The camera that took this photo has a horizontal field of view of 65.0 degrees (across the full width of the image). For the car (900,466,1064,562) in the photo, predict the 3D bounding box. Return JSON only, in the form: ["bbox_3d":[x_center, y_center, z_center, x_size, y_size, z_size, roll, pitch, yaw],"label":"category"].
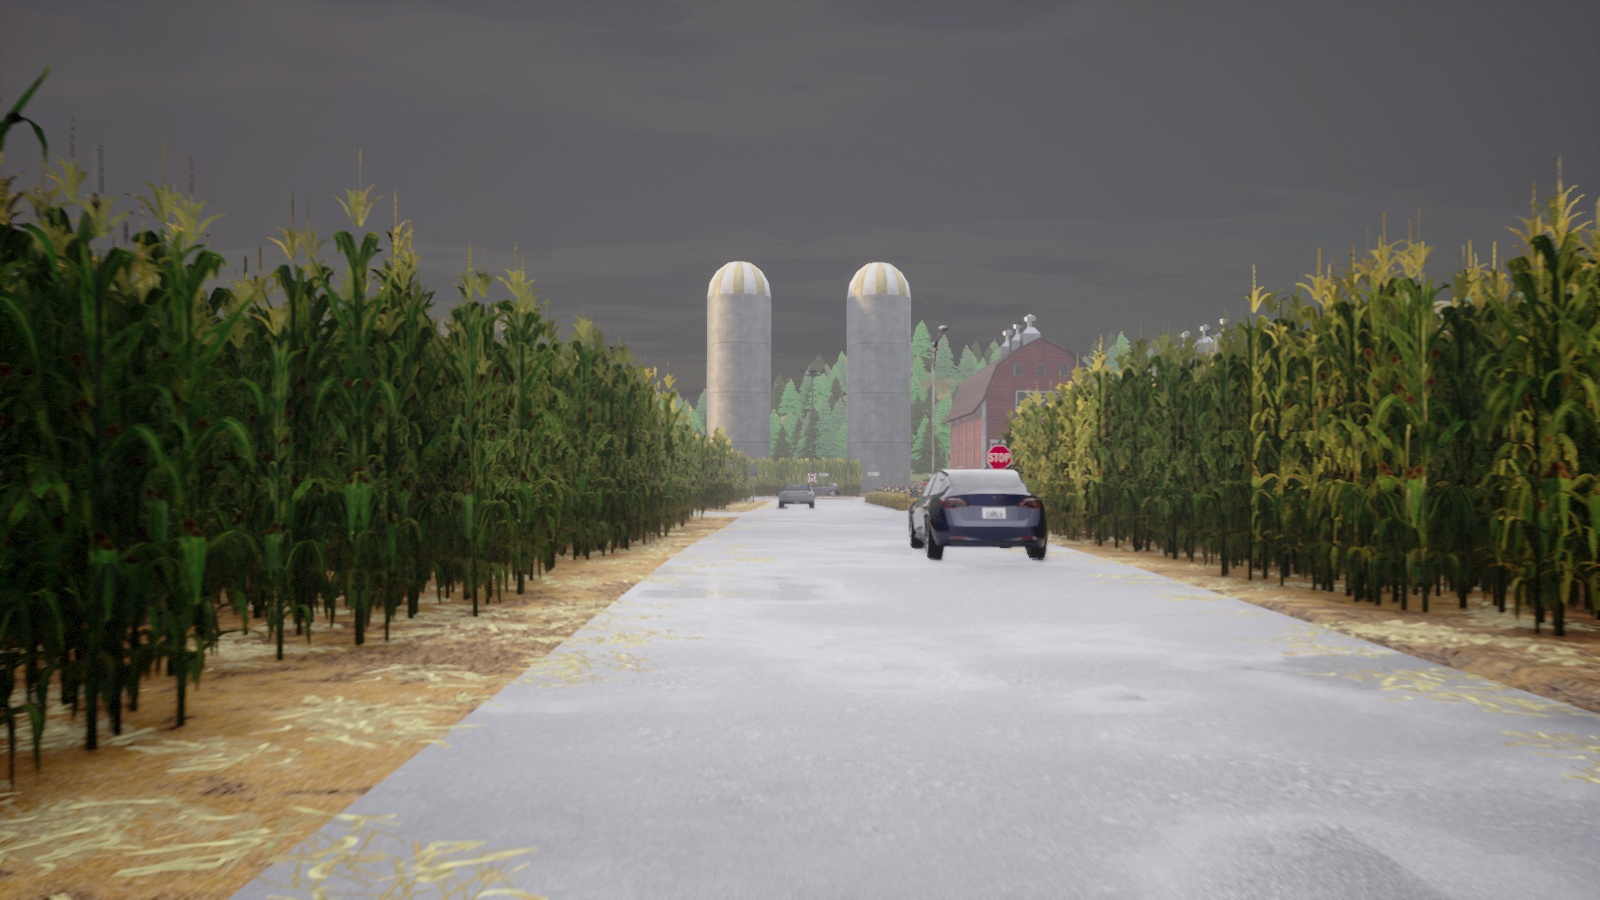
[{"bbox_3d":[3.045,1.047,22.072,2.163,1.488,4.792,0,-1,0],"label":"car"}]

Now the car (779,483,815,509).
[{"bbox_3d":[-0.161,2.442,67.026,1.895,1.301,4.718,0,-2,0],"label":"car"}]
